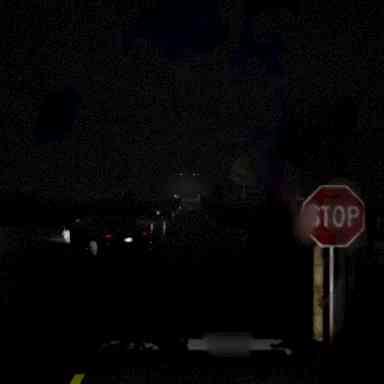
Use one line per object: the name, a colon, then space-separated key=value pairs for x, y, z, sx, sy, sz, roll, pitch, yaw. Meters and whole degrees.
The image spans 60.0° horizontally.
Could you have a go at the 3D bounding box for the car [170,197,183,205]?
car: x=-2.749 y=1.601 z=61.087 sx=2.033 sy=1.411 sz=5.357 roll=0 pitch=0 yaw=0

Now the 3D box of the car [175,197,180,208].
car: x=-2.830 y=1.587 z=40.295 sx=1.994 sy=1.385 sz=4.181 roll=0 pitch=0 yaw=0

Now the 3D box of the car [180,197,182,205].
car: x=-2.821 y=1.528 z=50.431 sx=2.128 sy=1.511 sz=4.902 roll=0 pitch=0 yaw=0

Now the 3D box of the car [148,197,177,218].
car: x=-2.838 y=1.508 z=30.300 sx=2.128 sy=1.511 sz=4.902 roll=0 pitch=0 yaw=0

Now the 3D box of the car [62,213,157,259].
car: x=-3.413 y=1.505 z=12.819 sx=1.994 sy=1.385 sz=4.181 roll=2 pitch=1 yaw=-39
